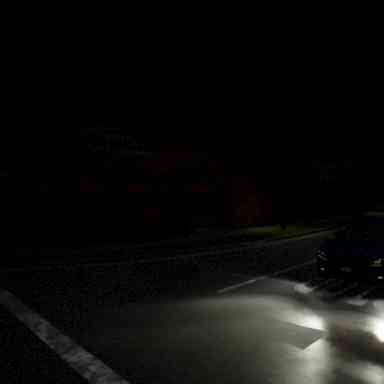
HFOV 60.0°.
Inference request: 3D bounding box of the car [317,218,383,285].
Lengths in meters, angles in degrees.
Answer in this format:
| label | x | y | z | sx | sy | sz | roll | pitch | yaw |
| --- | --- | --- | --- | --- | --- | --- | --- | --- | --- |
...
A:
| label | x | y | z | sx | sy | sz | roll | pitch | yaw |
| --- | --- | --- | --- | --- | --- | --- | --- | --- | --- |
| car | 5.361 | 1.519 | 9.488 | 5.008 | 1.535 | 1.882 | 0 | -1 | -44 |
